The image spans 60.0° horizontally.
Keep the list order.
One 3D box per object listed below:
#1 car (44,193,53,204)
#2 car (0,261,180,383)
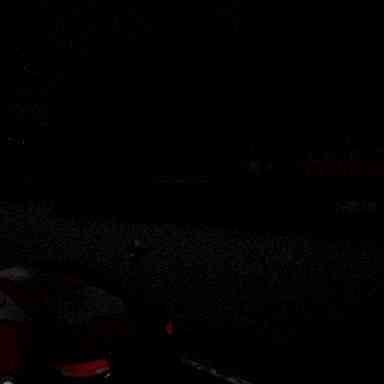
[{"bbox_3d":[-17.251,0.523,45.448,2.150,2.045,5.566,1,2,36],"label":"car"},{"bbox_3d":[-2.071,1.582,4.287,4.206,1.307,1.802,0,1,36],"label":"car"}]
